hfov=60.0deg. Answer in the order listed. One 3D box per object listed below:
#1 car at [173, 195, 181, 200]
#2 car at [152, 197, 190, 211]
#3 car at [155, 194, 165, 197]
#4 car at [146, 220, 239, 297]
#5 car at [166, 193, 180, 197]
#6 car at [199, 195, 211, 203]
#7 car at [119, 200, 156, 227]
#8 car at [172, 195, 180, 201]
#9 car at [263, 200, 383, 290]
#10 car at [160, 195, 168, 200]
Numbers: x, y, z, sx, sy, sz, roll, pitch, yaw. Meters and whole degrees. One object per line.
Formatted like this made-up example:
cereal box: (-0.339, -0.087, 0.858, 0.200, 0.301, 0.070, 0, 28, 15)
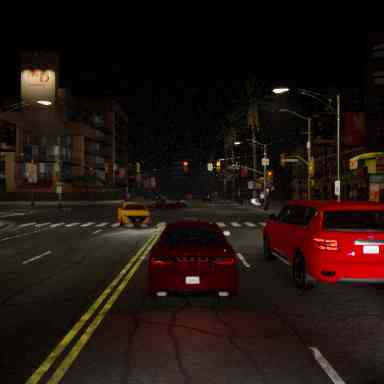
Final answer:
car: (-4.111, 1.552, 92.503, 1.994, 1.385, 4.181, 0, 0, 0)
car: (-2.951, 1.601, 40.177, 4.718, 1.301, 1.895, 0, 0, -40)
car: (-7.472, 1.552, 72.205, 1.994, 1.385, 4.181, 0, 0, 0)
car: (0.014, 1.478, 8.621, 1.882, 1.535, 5.008, 0, 0, 0)
car: (-3.977, 1.225, 72.984, 2.150, 2.045, 5.566, 0, 0, 0)
car: (3.098, 1.500, 71.625, 2.128, 1.511, 4.902, 0, 0, 0)
car: (-4.052, 1.478, 23.198, 1.882, 1.535, 5.008, 1, 0, -16)
car: (-4.042, 1.524, 82.700, 1.812, 1.442, 4.674, 0, 0, 0)
car: (3.511, 1.221, 9.197, 2.150, 2.045, 5.566, 0, 0, 0)
car: (-7.595, 1.500, 90.642, 1.837, 1.490, 4.892, 0, 0, 0)
